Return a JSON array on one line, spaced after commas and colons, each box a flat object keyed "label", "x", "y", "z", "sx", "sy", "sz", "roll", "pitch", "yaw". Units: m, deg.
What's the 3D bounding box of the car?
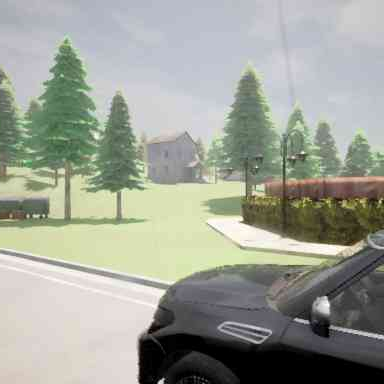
[{"label": "car", "x": 2.113, "y": 1.222, "z": 2.479, "sx": 5.566, "sy": 2.045, "sz": 2.150, "roll": 0, "pitch": 0, "yaw": 36}]
